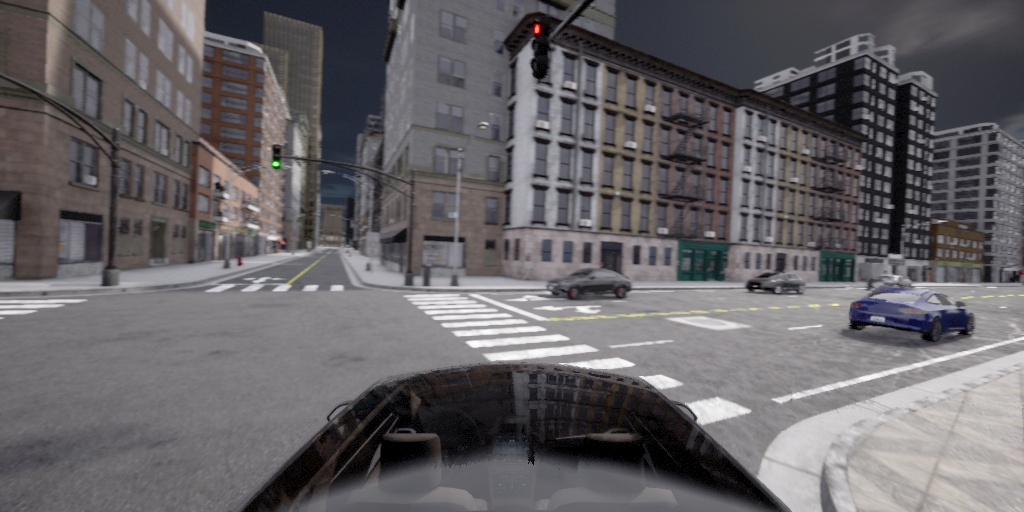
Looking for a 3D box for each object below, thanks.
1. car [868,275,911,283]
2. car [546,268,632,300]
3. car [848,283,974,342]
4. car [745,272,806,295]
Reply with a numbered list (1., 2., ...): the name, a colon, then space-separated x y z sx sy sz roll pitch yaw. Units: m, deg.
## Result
1. car: 34.942 2.506 33.213 4.902 1.511 2.128 2 0 -26
2. car: 3.947 1.336 18.086 4.674 1.442 1.812 2 0 -26
3. car: 12.649 1.735 11.390 4.674 1.442 1.812 2 0 -26
4. car: 18.633 1.864 25.300 4.892 1.490 1.837 2 0 -26
